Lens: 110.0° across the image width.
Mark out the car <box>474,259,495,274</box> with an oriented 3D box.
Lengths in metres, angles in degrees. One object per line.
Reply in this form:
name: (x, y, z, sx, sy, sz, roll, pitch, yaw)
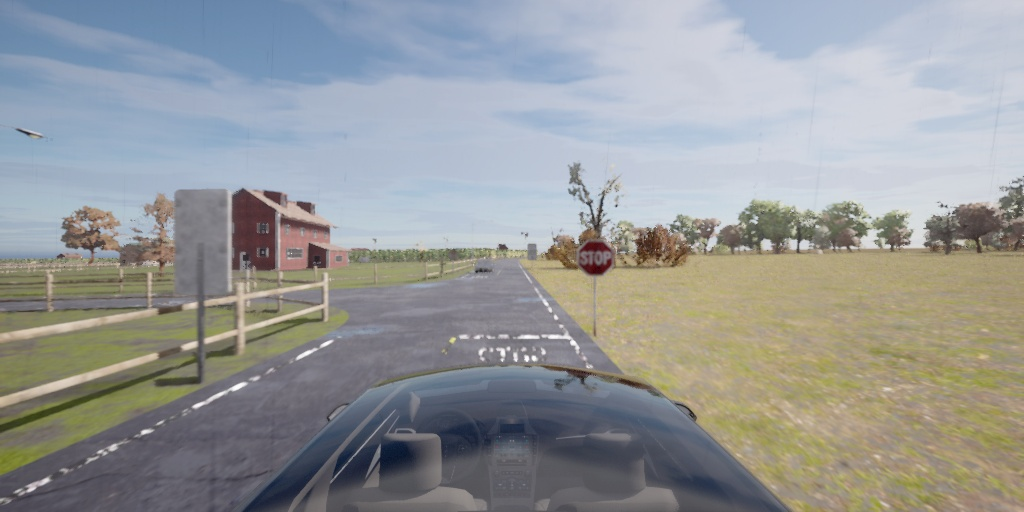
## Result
car: (-2.776, 1.072, 37.139, 1.837, 1.490, 4.892, 0, 3, 0)
